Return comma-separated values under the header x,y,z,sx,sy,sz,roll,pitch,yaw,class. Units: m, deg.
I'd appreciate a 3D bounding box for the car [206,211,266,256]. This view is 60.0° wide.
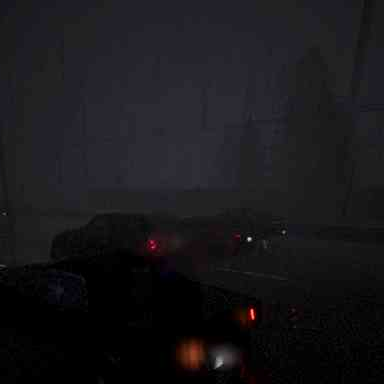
x,y,z,sx,sy,sz,roll,pitch,yaw,class
0.298,1.561,12.373,4.181,1.385,1.994,0,0,35,car

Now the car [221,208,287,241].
x,y,z,sx,sy,sz,roll,pitch,yaw,class
1.924,1.488,15.512,4.902,1.511,2.128,0,0,35,car

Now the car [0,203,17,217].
x,y,z,sx,sy,sz,roll,pitch,yaw,class
-17.592,1.584,29.422,4.718,1.301,1.895,0,0,35,car

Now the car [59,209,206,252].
x,y,z,sx,sy,sz,roll,pitch,yaw,class
-2.145,1.348,9.816,4.553,1.767,2.097,0,0,35,car

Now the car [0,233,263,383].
x,y,z,sx,sy,sz,roll,pitch,yaw,class
-1.481,1.599,5.046,4.718,1.301,1.895,0,0,35,car
